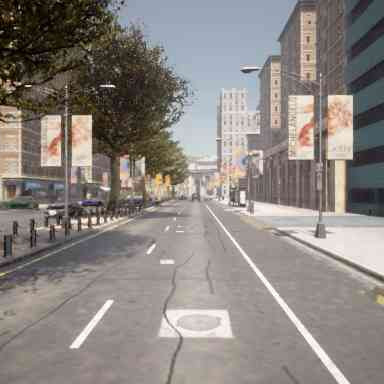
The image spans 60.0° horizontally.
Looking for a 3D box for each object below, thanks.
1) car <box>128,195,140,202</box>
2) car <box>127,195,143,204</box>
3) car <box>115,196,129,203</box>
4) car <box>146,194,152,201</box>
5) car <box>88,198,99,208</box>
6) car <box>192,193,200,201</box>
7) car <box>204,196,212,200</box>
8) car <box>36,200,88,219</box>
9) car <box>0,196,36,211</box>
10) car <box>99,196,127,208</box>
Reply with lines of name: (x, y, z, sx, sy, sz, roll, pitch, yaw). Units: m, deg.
car: (-14.046, 1.524, 81.161, 2.128, 1.511, 4.902, 0, 0, 1)
car: (-10.829, 1.601, 62.052, 1.895, 1.301, 4.718, 0, 0, 1)
car: (-14.204, 1.504, 67.898, 1.837, 1.490, 4.892, 0, 0, 1)
car: (-10.593, 1.355, 77.208, 2.097, 1.767, 4.553, 0, 0, 1)
car: (-14.526, 1.601, 48.925, 1.895, 1.301, 4.718, 0, 0, 1)
car: (1.014, 1.225, 86.183, 2.150, 2.045, 5.566, 0, 0, 1)
car: (4.309, 1.594, 89.992, 1.895, 1.301, 4.718, 0, 0, 1)
car: (-11.264, 1.491, 29.224, 2.128, 1.511, 4.902, 0, 0, 1)
car: (-20.873, 1.351, 39.763, 4.553, 1.767, 2.097, 0, 0, -33)
car: (-11.054, 1.351, 46.703, 2.097, 1.767, 4.553, 0, 0, 1)
